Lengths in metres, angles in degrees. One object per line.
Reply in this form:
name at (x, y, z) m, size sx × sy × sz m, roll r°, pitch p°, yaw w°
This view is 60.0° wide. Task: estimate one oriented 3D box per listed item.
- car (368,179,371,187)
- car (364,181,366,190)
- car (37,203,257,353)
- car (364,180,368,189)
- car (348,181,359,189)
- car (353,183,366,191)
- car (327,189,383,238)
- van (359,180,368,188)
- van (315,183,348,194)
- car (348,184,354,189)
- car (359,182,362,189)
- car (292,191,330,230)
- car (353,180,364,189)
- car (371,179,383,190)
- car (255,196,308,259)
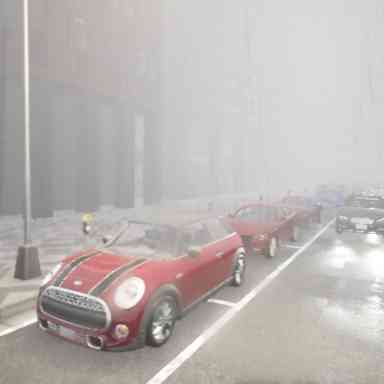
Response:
car at (32.651, -1.461, 64.215) m, size 2.192 × 1.841 × 5.009 m, roll 2°, pitch 3°, yaw 30°
car at (24.348, -0.593, 49.628) m, size 1.947 × 1.339 × 4.313 m, roll 2°, pitch 3°, yaw 30°
car at (-0.552, 1.143, 5.824) m, size 1.967 × 1.590 × 4.097 m, roll 2°, pitch 3°, yaw 30°
car at (27.118, -1.050, 54.482) m, size 2.192 × 1.841 × 5.009 m, roll 2°, pitch 3°, yaw 30°
car at (16.049, -0.099, 35.023) m, size 1.967 × 1.590 × 4.097 m, roll 2°, pitch 3°, yaw 30°
car at (29.881, -0.990, 59.362) m, size 1.802 × 1.307 × 4.206 m, roll 2°, pitch 3°, yaw 30°
car at (7.232, 0.877, 13.937) m, size 2.128 × 1.511 × 4.902 m, roll 2°, pitch 3°, yaw 30°
van at (38.184, -1.844, 73.949) m, size 1.690 × 1.788 × 3.998 m, roll 2°, pitch 3°, yaw 30°
van at (10.517, 0.216, 25.286) m, size 1.690 × 1.788 × 3.998 m, roll 2°, pitch 3°, yaw 30°
car at (13.281, 0.250, 30.163) m, size 1.802 × 1.307 × 4.206 m, roll 2°, pitch 3°, yaw 30°
car at (18.815, -0.180, 39.896) m, size 1.947 × 1.339 × 4.313 m, roll 2°, pitch 3°, yaw 30°
car at (4.981, 0.833, 15.563) m, size 1.887 × 1.381 × 4.507 m, roll 2°, pitch 3°, yaw 30°
car at (21.583, -0.512, 44.756) m, size 1.967 × 1.590 × 4.097 m, roll 2°, pitch 3°, yaw 30°
car at (35.368, -1.202, 63.426) m, size 1.837 × 1.490 × 4.892 m, roll 2°, pitch 3°, yaw 30°
car at (2.214, 1.040, 10.696) m, size 1.887 × 1.381 × 4.507 m, roll 2°, pitch 3°, yaw 30°
